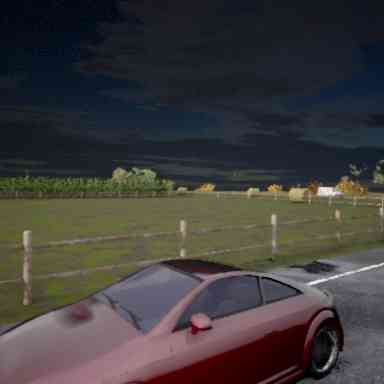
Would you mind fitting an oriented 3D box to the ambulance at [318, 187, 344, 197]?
[{"bbox_3d":[34.850,0.089,83.415,2.351,2.431,6.366,1,0,-32],"label":"ambulance"}]

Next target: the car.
[{"bbox_3d":[-0.088,1.556,3.930,4.181,1.385,1.994,0,0,-36],"label":"car"}]
